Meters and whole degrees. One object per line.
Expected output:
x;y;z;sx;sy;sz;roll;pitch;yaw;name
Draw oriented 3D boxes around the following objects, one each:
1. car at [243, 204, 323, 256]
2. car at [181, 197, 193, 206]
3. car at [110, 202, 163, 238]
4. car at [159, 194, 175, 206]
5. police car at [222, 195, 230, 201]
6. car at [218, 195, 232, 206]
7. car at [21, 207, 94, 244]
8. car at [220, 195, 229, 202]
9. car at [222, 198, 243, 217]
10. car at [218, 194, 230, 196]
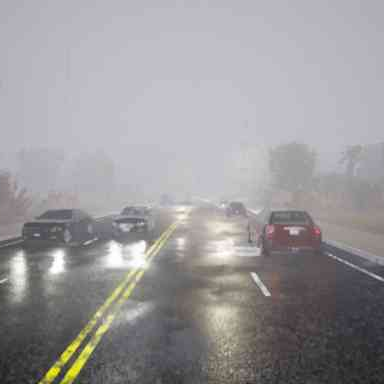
3.520;1.387;13.410;2.097;1.767;4.553;0;0;1;car
-0.786;1.651;58.554;2.033;1.411;5.357;0;0;5;car
-3.067;1.534;18.275;2.128;1.511;4.902;0;0;2;car
-4.185;1.322;57.029;2.150;2.045;5.566;0;0;5;car
9.113;1.615;89.733;2.038;1.542;4.974;0;0;7;police car
5.653;1.704;57.176;1.895;1.301;4.718;0;0;5;car
-6.370;1.513;16.292;1.882;1.535;5.008;0;0;2;car
7.791;1.543;78.889;2.033;1.649;4.856;0;0;7;car
4.149;1.599;32.148;1.812;1.442;4.674;0;0;3;car
6.636;1.541;68.026;2.033;1.649;4.856;0;0;6;car
